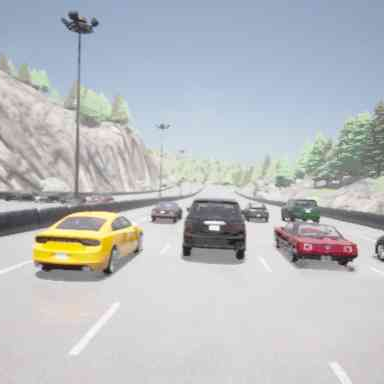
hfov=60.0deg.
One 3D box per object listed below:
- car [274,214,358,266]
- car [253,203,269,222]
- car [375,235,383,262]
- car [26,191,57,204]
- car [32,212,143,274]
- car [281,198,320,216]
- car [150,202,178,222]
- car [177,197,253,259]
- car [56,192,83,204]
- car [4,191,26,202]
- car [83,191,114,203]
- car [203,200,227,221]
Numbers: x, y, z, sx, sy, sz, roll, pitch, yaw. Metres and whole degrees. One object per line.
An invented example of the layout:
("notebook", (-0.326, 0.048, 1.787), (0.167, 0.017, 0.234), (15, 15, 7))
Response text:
("car", (4.339, 1.768, 12.500), (1.895, 1.301, 4.718), (2, 0, 4))
("car", (5.490, 1.680, 28.874), (2.128, 1.511, 4.902), (2, 0, 4))
("car", (7.706, 1.821, 10.586), (1.837, 1.490, 4.892), (2, 0, 4))
("car", (-18.281, 0.629, 42.243), (2.128, 1.511, 4.902), (2, 0, 4))
("car", (-2.841, 1.337, 10.197), (1.882, 1.535, 5.008), (2, 0, 4))
("car", (8.926, 1.560, 27.702), (2.150, 2.045, 5.566), (2, 0, 4))
("car", (-1.807, 1.427, 25.031), (2.033, 1.411, 5.357), (2, 0, 4))
("car", (0.897, 1.236, 13.121), (2.150, 2.045, 5.566), (2, 0, 4))
("car", (-14.803, 0.851, 41.935), (1.994, 1.385, 4.181), (2, 0, 4))
("car", (-21.771, 0.585, 42.451), (1.895, 1.301, 4.718), (2, 0, 4))
("car", (-11.317, 0.789, 41.549), (2.097, 1.767, 4.553), (2, 0, 4))
("car", (2.011, 1.542, 29.240), (1.837, 1.490, 4.892), (3, 0, 4))
